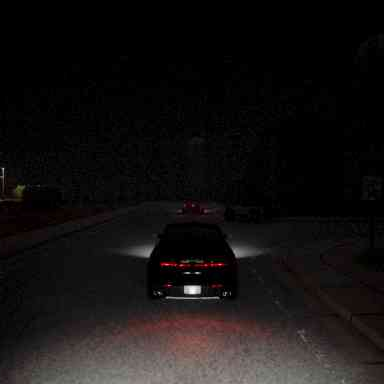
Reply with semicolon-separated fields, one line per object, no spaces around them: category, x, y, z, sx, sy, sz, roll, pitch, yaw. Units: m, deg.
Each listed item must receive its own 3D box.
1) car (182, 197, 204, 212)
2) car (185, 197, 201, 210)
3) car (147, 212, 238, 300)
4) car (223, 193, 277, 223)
car;0.121;1.295;33.605;2.097;1.767;4.553;0;0;0
car;0.131;1.472;43.727;2.033;1.411;5.357;0;0;0
car;0.013;1.492;8.353;1.837;1.490;4.892;0;0;0
car;4.191;1.116;24.118;1.905;1.878;3.866;-8;4;-42
